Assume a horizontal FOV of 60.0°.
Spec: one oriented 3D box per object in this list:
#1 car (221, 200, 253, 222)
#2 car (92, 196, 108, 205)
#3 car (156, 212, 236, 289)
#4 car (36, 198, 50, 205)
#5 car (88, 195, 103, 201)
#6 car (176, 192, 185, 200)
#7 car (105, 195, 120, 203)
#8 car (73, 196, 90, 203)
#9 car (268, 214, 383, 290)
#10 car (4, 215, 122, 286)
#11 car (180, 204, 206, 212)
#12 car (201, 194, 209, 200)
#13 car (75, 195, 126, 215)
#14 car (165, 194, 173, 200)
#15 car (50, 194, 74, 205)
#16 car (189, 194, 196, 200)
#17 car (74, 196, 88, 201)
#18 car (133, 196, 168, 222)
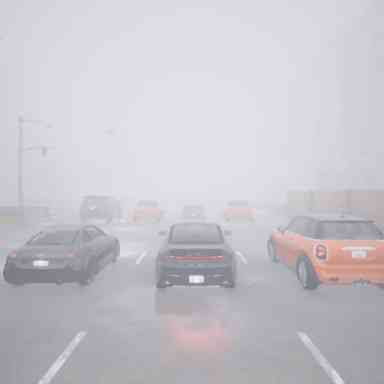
[{"bbox_3d":[3.572,1.415,27.103,2.097,1.767,4.553,0,0,0],"label":"car"},{"bbox_3d":[-17.554,1.608,63.666,1.837,1.490,4.892,0,0,0],"label":"car"},{"bbox_3d":[0.089,1.527,9.223,1.837,1.490,4.892,0,0,0],"label":"car"},{"bbox_3d":[-28.054,1.714,63.678,1.895,1.301,4.718,0,0,0],"label":"car"},{"bbox_3d":[-24.416,1.524,84.345,2.128,1.511,4.902,0,1,0],"label":"car"},{"bbox_3d":[-3.362,1.402,92.295,1.837,1.490,4.892,0,1,0],"label":"car"},{"bbox_3d":[-17.491,1.560,73.375,1.882,1.535,5.008,0,0,0],"label":"car"},{"bbox_3d":[-24.487,1.604,74.042,2.128,1.511,4.902,0,0,0],"label":"car"},{"bbox_3d":[3.588,1.373,9.280,2.097,1.767,4.553,0,0,0],"label":"car"},{"bbox_3d":[-3.413,1.586,9.525,1.994,1.385,4.181,0,0,0],"label":"car"},{"bbox_3d":[0.076,1.604,24.311,2.033,1.411,5.357,0,0,0],"label":"car"},{"bbox_3d":[3.641,1.454,92.658,1.994,1.385,4.181,0,1,0],"label":"car"},{"bbox_3d":[-6.927,1.281,25.796,2.150,2.045,5.566,0,0,0],"label":"car"},{"bbox_3d":[-6.854,1.447,93.483,1.994,1.385,4.181,0,1,0],"label":"car"},{"bbox_3d":[-24.553,1.325,63.926,2.150,2.045,5.566,0,0,0],"label":"car"},{"bbox_3d":[0.138,1.380,92.269,1.882,1.535,5.008,0,1,0],"label":"car"},{"bbox_3d":[-27.921,1.601,83.702,1.895,1.301,4.718,0,1,0],"label":"car"},{"bbox_3d":[-3.428,1.416,27.134,2.097,1.767,4.553,0,0,0],"label":"car"}]
